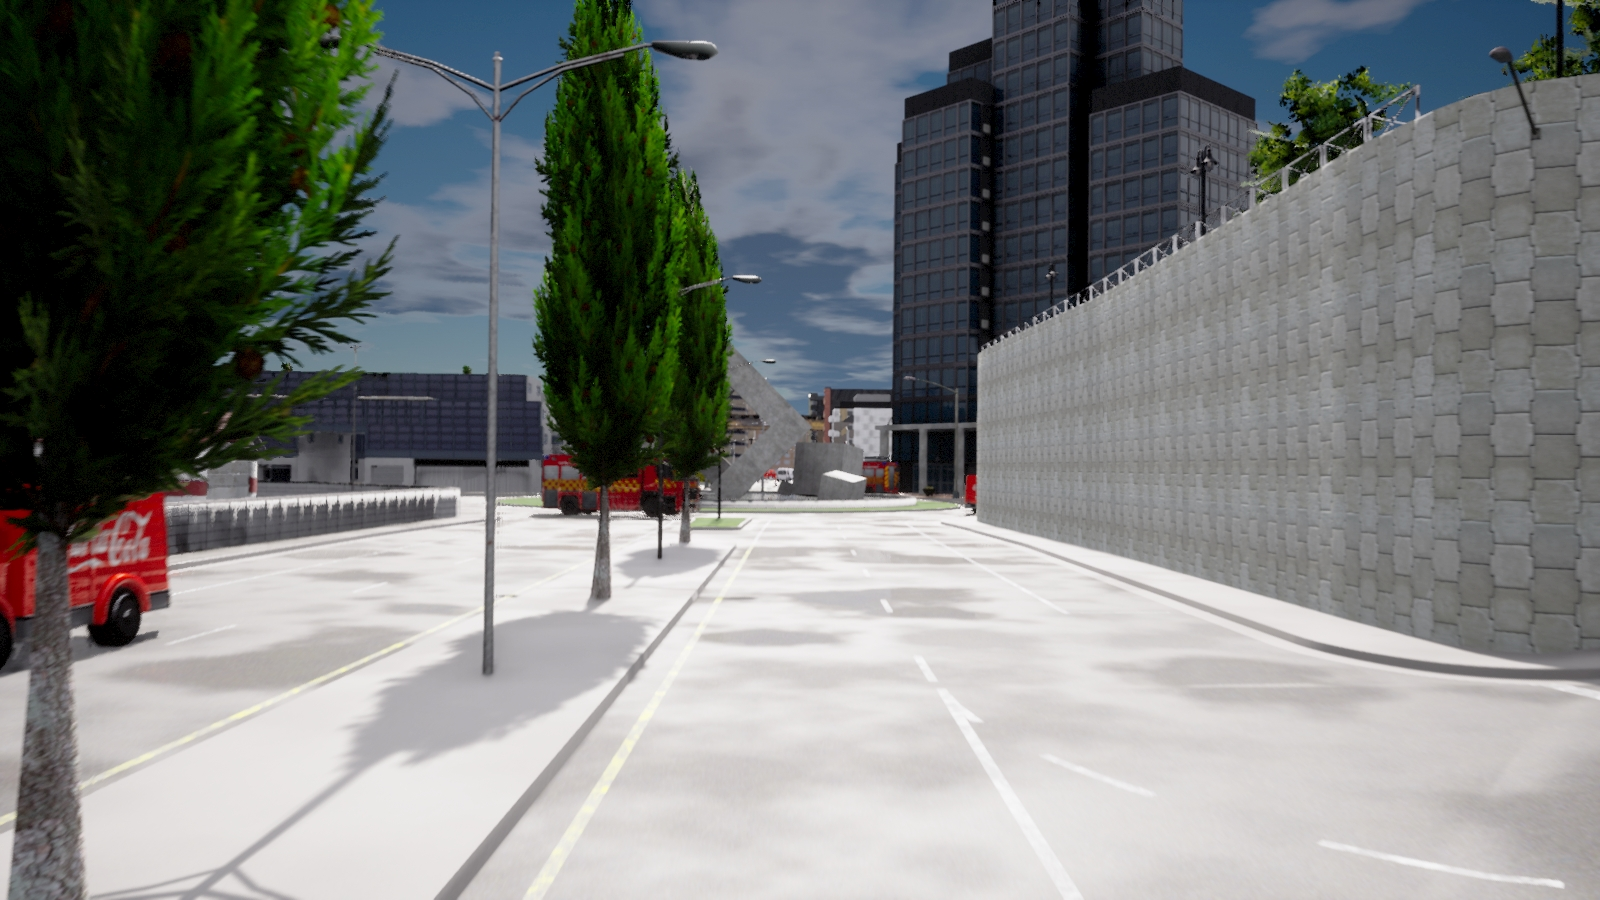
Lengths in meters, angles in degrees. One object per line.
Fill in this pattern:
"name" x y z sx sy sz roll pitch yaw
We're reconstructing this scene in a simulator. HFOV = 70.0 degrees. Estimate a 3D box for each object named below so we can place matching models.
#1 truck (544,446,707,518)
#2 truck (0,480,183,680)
"truck" -9.729 1.751 63.807 8.468 3.827 2.891 0 -1 16
"truck" -11.467 1.700 16.166 2.627 2.467 5.204 1 -1 0
